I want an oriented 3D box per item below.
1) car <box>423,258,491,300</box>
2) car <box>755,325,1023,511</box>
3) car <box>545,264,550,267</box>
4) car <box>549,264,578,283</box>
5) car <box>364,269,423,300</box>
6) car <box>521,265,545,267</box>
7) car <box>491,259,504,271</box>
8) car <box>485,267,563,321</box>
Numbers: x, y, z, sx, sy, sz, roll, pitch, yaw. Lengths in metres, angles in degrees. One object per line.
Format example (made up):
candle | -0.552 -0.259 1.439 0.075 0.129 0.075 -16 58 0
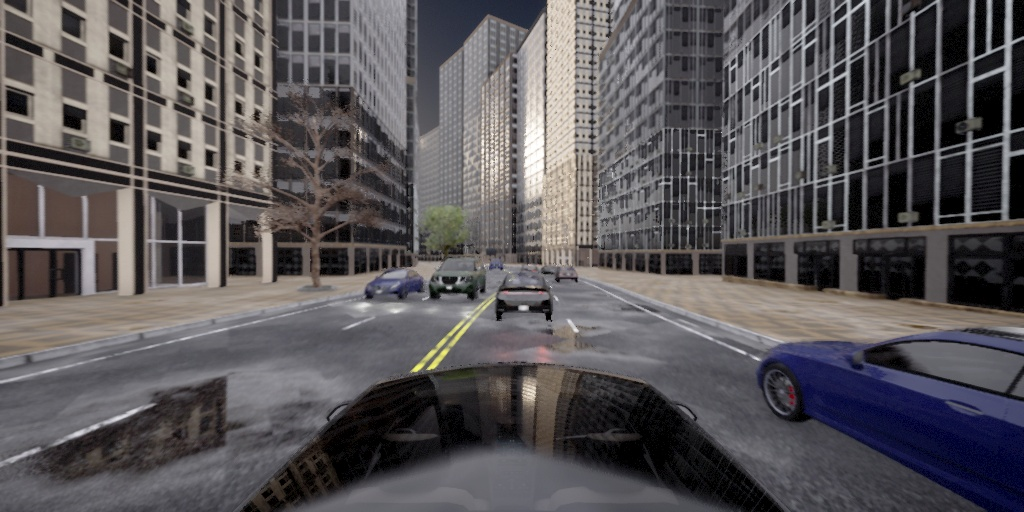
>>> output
car | -2.676 1.106 19.002 2.150 2.045 5.566 0 0 4
car | 4.212 1.302 2.921 1.812 1.442 4.674 0 -1 0
car | 4.749 1.700 45.635 1.994 1.385 4.181 0 0 -1
car | 4.737 1.573 31.944 2.033 1.411 5.357 0 -1 3
car | -5.950 1.393 18.761 1.812 1.442 4.674 0 0 4
car | 1.537 1.506 32.176 2.128 1.511 4.902 0 0 2
car | -2.651 1.464 60.754 2.150 2.045 5.566 0 -1 -5
car | 0.457 1.340 12.972 2.128 1.511 4.902 0 0 3
